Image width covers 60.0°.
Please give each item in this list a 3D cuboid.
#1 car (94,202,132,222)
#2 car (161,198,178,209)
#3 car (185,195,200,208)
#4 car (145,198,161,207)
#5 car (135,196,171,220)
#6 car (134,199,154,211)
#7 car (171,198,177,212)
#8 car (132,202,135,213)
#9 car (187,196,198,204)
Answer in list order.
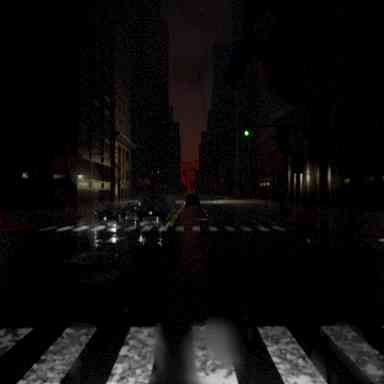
[{"bbox_3d":[-6.621,1.732,27.630,1.895,1.301,4.718,0,0,1],"label":"car"},{"bbox_3d":[-3.338,1.719,50.191,2.128,1.511,4.902,0,0,0],"label":"car"},{"bbox_3d":[0.092,1.449,52.219,2.150,2.045,5.566,0,-1,0],"label":"car"},{"bbox_3d":[-6.566,1.799,56.808,2.033,1.411,5.357,0,0,0],"label":"car"},{"bbox_3d":[-3.353,1.362,29.677,2.150,2.045,5.566,0,0,0],"label":"car"},{"bbox_3d":[-6.598,1.703,46.154,2.128,1.511,4.902,0,0,0],"label":"car"},{"bbox_3d":[-3.351,1.676,39.769,2.128,1.511,4.902,0,0,0],"label":"car"},{"bbox_3d":[-6.603,1.772,36.745,1.895,1.301,4.718,0,0,0],"label":"car"},{"bbox_3d":[0.091,1.640,69.464,2.097,1.767,4.553,0,0,0],"label":"car"}]
